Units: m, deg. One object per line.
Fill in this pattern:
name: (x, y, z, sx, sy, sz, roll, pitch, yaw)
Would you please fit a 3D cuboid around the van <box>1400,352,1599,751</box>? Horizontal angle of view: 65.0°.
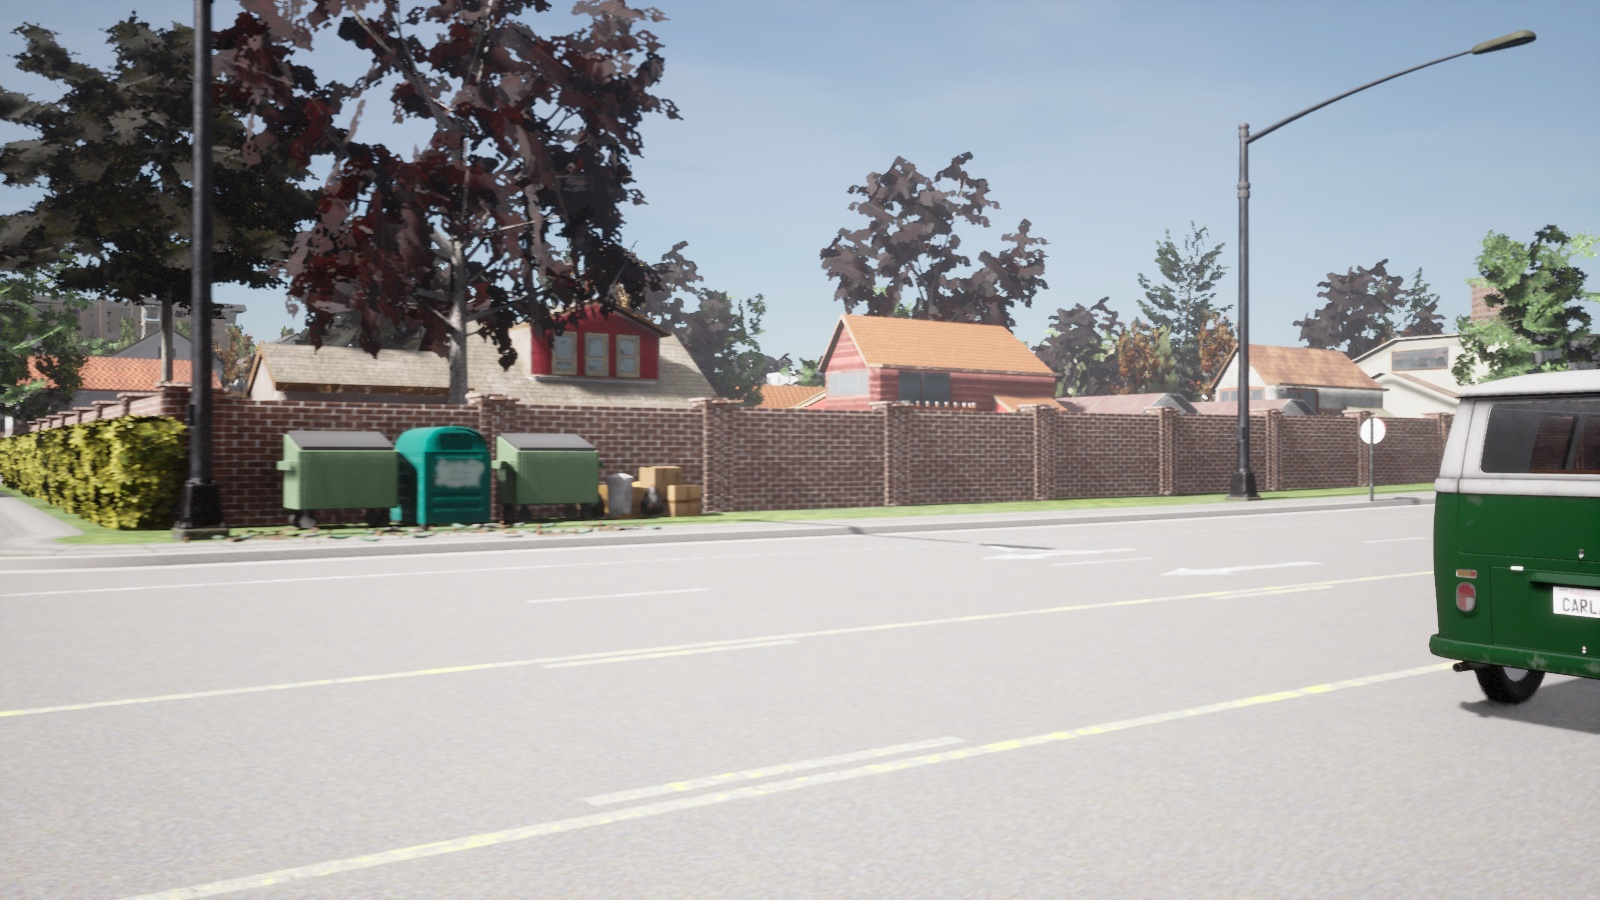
van: (5.726, 0.504, 7.646, 4.442, 1.987, 1.775, 0, 0, -35)
